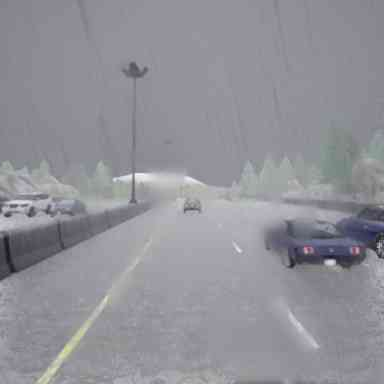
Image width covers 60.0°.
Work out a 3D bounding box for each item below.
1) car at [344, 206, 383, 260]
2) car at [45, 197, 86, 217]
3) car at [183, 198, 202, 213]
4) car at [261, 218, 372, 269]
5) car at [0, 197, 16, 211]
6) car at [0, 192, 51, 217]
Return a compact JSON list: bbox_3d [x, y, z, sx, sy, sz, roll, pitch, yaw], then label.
[{"bbox_3d":[7.104,1.275,12.221,2.097,1.767,4.553,0,0,0],"label":"car"},{"bbox_3d":[-10.581,1.348,28.776,1.812,1.442,4.674,0,0,0],"label":"car"},{"bbox_3d":[0.060,1.336,34.238,2.033,1.411,5.357,0,0,1],"label":"car"},{"bbox_3d":[3.604,1.533,10.880,1.895,1.301,4.718,0,0,0],"label":"car"},{"bbox_3d":[-21.077,1.304,35.849,1.812,1.442,4.674,0,0,0],"label":"car"},{"bbox_3d":[-14.080,1.041,28.935,2.150,2.045,5.566,0,1,0],"label":"car"}]
